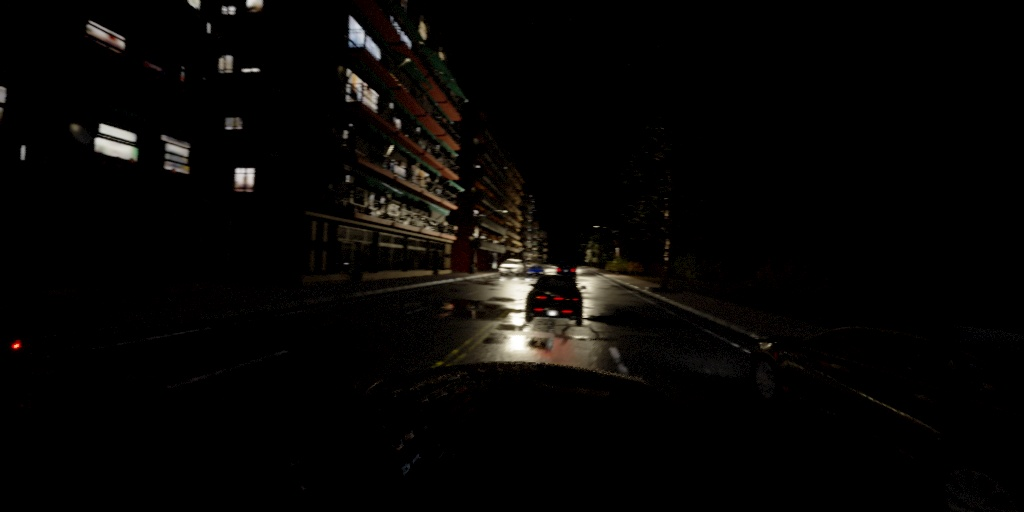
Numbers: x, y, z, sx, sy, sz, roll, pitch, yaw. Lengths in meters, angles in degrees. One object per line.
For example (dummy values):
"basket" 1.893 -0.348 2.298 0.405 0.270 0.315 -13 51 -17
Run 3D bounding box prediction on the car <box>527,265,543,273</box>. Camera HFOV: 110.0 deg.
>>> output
"car" 2.851 1.820 41.455 1.812 1.442 4.674 2 -1 10

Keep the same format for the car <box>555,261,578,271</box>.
"car" 5.761 1.598 37.933 2.150 2.045 5.566 2 0 9

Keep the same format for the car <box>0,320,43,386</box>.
"car" -7.008 1.013 1.994 2.033 1.411 5.357 2 -1 9

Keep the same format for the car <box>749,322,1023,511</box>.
"car" 4.412 1.457 3.730 1.837 1.490 4.892 2 -1 9

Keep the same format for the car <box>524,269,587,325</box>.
"car" 1.592 1.443 12.901 1.837 1.490 4.892 2 0 9

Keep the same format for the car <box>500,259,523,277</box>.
"car" 0.023 1.431 44.145 2.150 2.045 5.566 2 -1 10
